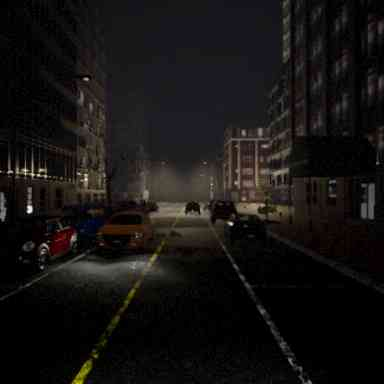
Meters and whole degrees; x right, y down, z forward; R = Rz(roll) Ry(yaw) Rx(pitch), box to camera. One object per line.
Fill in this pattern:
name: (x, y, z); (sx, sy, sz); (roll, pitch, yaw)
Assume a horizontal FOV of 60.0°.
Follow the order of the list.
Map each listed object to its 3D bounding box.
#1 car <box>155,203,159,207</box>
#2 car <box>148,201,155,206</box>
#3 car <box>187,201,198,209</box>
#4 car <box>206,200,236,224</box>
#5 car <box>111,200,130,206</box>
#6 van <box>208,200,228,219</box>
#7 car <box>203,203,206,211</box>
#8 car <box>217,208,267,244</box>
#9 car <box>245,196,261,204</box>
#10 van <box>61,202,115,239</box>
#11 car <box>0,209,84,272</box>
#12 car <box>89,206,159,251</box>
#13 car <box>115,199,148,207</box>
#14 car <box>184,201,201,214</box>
car: (-5.318, 2.039, 44.391); (1.802, 1.307, 4.206); (0, -1, 0)
car: (-5.318, 1.657, 33.277); (2.192, 1.841, 5.009); (0, -1, 0)
car: (0.099, 2.199, 58.098); (1.895, 1.301, 4.718); (0, -1, 0)
car: (2.562, 1.600, 27.719); (2.192, 1.841, 5.009); (0, -1, 0)
car: (-17.116, 2.590, 79.904); (4.313, 1.339, 1.947); (-1, 0, -1)
van: (2.563, 1.683, 33.277); (1.690, 1.788, 3.998); (0, -1, 0)
car: (2.563, 2.041, 50.120); (1.752, 1.417, 4.829); (0, -1, 0)
car: (2.563, 1.721, 16.599); (2.008, 1.369, 4.403); (0, -1, 0)
car: (15.311, 1.923, 80.314); (5.009, 1.841, 2.192); (-1, 0, -1)
van: (-5.318, 1.512, 16.601); (1.690, 1.788, 3.998); (0, -1, 0)
car: (-5.317, 1.554, 11.042); (1.967, 1.590, 4.097); (0, -1, 0)
car: (-2.842, 1.633, 15.083); (1.882, 1.535, 5.008); (0, -1, 0)
car: (-5.318, 1.600, 27.718); (2.192, 1.841, 5.009); (0, -1, 0)
car: (0.096, 1.937, 41.952); (1.837, 1.490, 4.892); (0, 0, 0)
